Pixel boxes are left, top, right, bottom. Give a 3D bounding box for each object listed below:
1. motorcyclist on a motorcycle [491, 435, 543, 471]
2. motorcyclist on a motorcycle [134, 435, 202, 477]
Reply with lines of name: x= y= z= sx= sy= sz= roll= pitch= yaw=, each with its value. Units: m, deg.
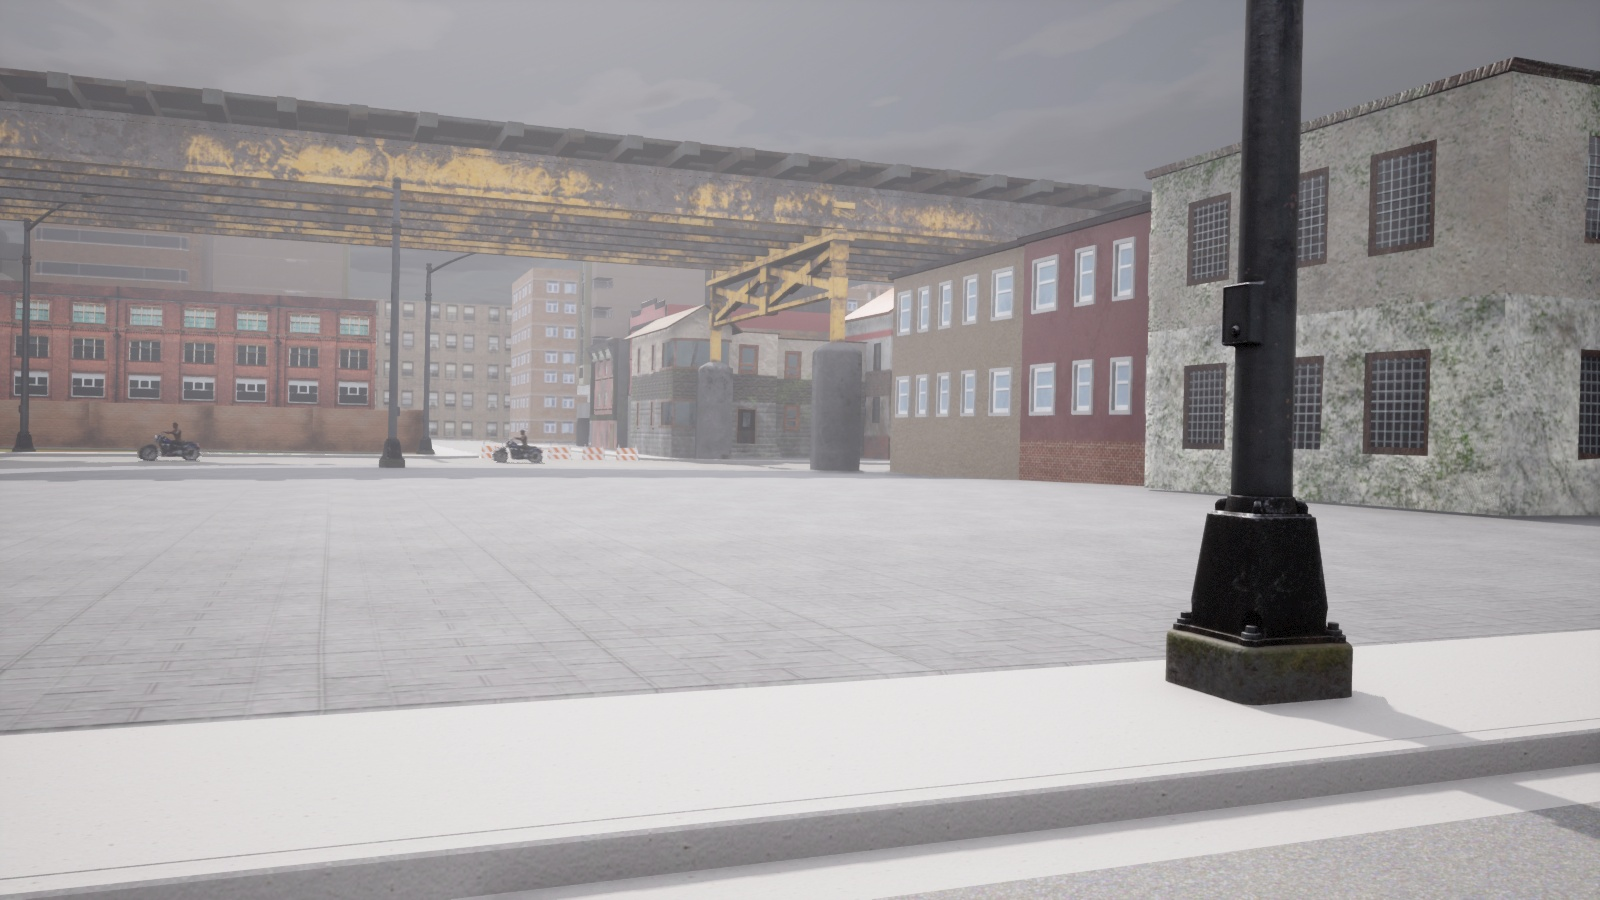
motorcyclist on a motorcycle: x=-13.418 y=0.129 z=59.557 sx=2.350 sy=1.649 sz=0.766 roll=0 pitch=1 yaw=-22
motorcyclist on a motorcycle: x=-25.734 y=0.224 z=51.178 sx=0.766 sy=1.649 sz=2.350 roll=1 pitch=2 yaw=44
